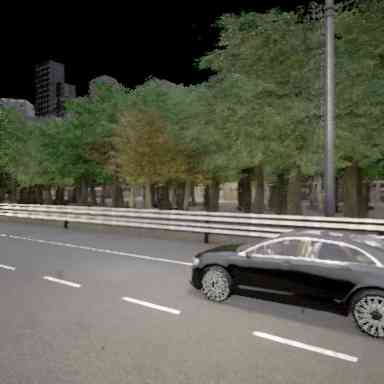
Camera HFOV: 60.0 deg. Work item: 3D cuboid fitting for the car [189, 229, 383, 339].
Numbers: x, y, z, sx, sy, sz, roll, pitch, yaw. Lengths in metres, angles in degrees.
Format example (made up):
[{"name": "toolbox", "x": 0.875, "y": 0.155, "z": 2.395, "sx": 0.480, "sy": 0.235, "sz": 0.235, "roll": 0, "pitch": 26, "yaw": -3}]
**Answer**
[{"name": "car", "x": 2.196, "y": 1.501, "z": 6.602, "sx": 4.902, "sy": 1.511, "sz": 2.128, "roll": 0, "pitch": 0, "yaw": 35}]
